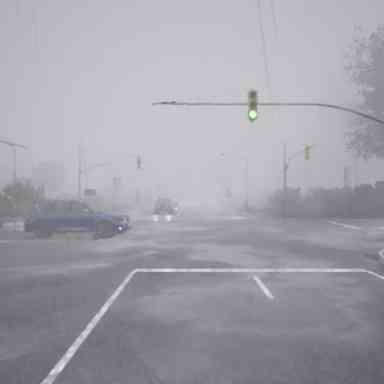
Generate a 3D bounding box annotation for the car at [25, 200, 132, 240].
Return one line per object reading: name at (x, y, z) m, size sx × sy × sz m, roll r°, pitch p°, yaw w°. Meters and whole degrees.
car at (-6.169, 1.460, 18.237) m, size 5.566 × 2.045 × 2.150 m, roll 0°, pitch -1°, yaw 3°

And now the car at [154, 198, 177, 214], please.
car at (-3.548, 1.750, 42.819) m, size 2.150 × 2.045 × 5.566 m, roll 0°, pitch -1°, yaw 0°

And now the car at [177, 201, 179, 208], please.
car at (-3.458, 2.331, 63.565) m, size 2.033 × 1.411 × 5.357 m, roll 0°, pitch -1°, yaw 1°
